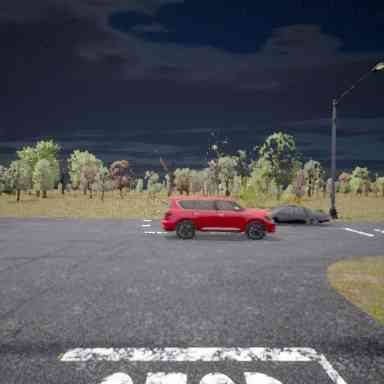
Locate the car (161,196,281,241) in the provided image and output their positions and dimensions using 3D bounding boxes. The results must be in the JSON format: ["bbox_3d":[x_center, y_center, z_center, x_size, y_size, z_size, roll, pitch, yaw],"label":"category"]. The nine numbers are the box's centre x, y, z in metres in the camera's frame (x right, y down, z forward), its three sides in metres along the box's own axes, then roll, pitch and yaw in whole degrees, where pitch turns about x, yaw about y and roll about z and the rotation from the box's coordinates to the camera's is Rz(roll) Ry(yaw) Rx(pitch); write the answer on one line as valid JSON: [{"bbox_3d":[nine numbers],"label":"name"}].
[{"bbox_3d":[1.261,1.253,16.588,5.566,2.045,2.150,0,0,0],"label":"car"}]

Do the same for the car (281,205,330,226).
[{"bbox_3d":[6.844,1.647,23.555,5.357,1.411,2.033,1,1,0],"label":"car"}]
